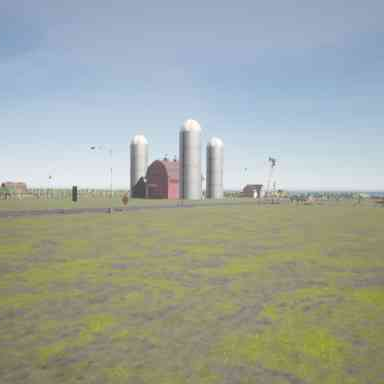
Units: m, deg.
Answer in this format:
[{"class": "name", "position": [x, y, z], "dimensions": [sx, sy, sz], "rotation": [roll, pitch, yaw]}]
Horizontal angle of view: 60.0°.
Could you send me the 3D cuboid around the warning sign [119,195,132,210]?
[{"class": "warning sign", "position": [-8.288, 1.294, 41.509], "dimensions": [1.300, 1.860, 1.060], "rotation": [1, 1, 36]}]
